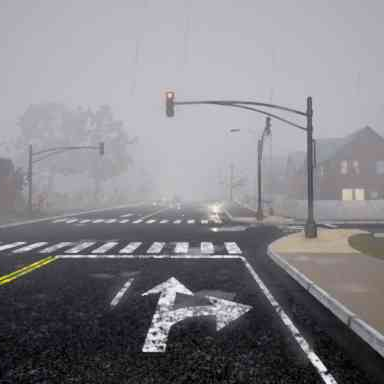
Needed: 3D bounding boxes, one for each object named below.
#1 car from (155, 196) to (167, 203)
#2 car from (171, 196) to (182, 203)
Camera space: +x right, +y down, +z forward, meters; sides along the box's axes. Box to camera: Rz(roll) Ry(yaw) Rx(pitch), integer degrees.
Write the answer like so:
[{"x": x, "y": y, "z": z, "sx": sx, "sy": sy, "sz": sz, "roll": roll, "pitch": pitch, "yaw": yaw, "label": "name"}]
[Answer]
[{"x": -6.374, "y": 1.494, "z": 68.130, "sx": 1.882, "sy": 1.535, "sz": 5.008, "roll": 0, "pitch": 0, "yaw": 5, "label": "car"}, {"x": -3.139, "y": 1.532, "z": 67.814, "sx": 1.812, "sy": 1.442, "sz": 4.674, "roll": 0, "pitch": 0, "yaw": 5, "label": "car"}]
